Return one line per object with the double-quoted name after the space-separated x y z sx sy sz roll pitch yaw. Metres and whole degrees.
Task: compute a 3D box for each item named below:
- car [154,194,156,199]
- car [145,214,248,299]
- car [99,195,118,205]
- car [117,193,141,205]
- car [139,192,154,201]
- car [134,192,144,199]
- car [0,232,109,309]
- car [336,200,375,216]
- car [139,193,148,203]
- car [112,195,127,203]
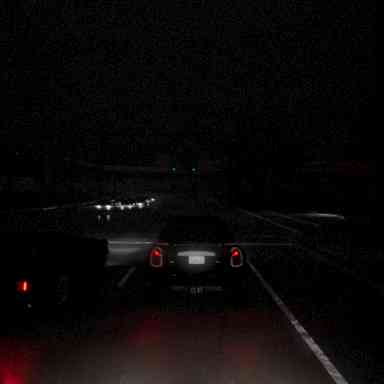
-10.301 0.982 84.738 1.994 1.385 4.181 0 1 0 "car"
0.101 1.354 8.612 2.097 1.767 4.553 0 0 0 "car"
-13.961 1.421 54.717 1.812 1.442 4.674 0 1 0 "car"
-10.461 1.431 55.476 2.033 1.411 5.357 0 1 0 "car"
-10.324 1.147 74.807 1.812 1.442 4.674 0 1 0 "car"
-13.797 0.893 86.411 1.837 1.490 4.892 0 1 0 "car"
-3.399 1.604 7.821 1.895 1.301 4.718 0 0 0 "car"
16.759 1.517 32.714 4.892 1.490 1.837 0 0 -1 "car"
-10.384 1.375 65.068 1.895 1.301 4.718 0 1 1 "car"
-13.891 1.315 63.827 1.812 1.442 4.674 0 1 1 "car"
